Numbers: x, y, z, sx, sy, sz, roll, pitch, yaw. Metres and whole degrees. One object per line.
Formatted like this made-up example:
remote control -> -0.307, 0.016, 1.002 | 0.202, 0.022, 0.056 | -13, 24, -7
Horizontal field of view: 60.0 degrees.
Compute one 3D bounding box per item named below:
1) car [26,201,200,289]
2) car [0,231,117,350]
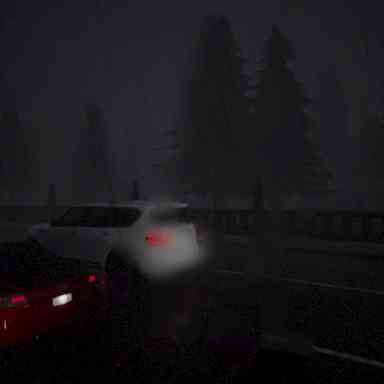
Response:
car -> -2.460, 1.275, 9.484 | 5.566, 2.045, 2.150 | -1, 0, 31
car -> -3.662, 1.619, 6.097 | 4.181, 1.385, 1.994 | -1, 0, 32
